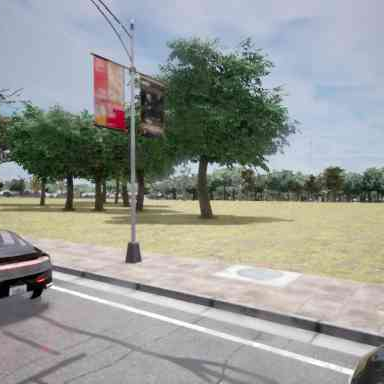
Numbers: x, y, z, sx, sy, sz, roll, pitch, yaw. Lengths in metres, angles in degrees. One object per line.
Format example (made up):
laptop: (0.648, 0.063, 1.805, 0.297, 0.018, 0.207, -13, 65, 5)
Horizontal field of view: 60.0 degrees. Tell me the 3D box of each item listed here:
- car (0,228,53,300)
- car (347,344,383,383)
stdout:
car: (-5.009, 1.514, 7.229, 4.902, 1.511, 2.128, 0, 0, 36)
car: (3.267, 1.493, 1.346, 4.902, 1.511, 2.128, 0, 0, 36)
